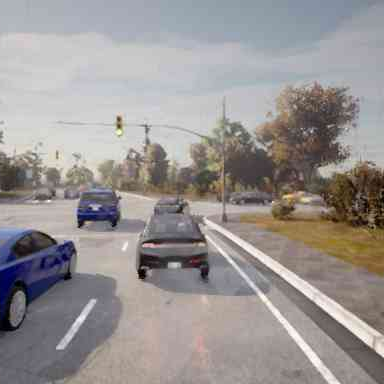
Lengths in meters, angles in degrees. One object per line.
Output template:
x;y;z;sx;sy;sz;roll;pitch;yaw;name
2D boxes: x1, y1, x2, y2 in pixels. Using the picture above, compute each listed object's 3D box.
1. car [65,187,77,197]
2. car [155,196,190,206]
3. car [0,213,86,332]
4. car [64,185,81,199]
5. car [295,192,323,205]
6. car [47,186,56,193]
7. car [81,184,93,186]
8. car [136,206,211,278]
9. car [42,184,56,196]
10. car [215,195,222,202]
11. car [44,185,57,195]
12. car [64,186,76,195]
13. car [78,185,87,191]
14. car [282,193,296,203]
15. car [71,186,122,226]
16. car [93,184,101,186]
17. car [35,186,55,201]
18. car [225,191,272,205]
-20.282;-0.078;55.843;1.837;1.490;4.892;-1;2;-21;car
-1.284;1.024;23.263;2.128;1.511;4.902;0;2;8;car
-3.830;1.449;6.734;1.882;1.535;5.008;0;0;-4;car
-16.980;0.209;47.033;2.128;1.511;4.902;-1;2;-20;car
15.309;0.980;39.864;4.718;1.301;1.895;2;1;-18;car
-30.605;-0.606;72.532;1.837;1.490;4.892;-1;2;-22;car
-24.475;-0.870;76.053;2.097;1.767;4.553;-1;2;-22;car
-0.598;1.407;9.953;2.128;1.511;4.902;0;1;-5;car
-23.184;-0.285;53.623;2.150;2.045;5.566;-1;2;-20;car
5.203;0.667;40.233;4.718;1.301;1.895;1;2;-17;car
-26.840;-0.458;63.039;2.097;1.767;4.553;-1;2;-22;car
-24.020;-0.366;65.427;2.128;1.511;4.902;-1;2;-22;car
-28.158;-1.070;85.379;1.812;1.442;4.674;-1;2;-21;car
14.075;0.738;43.138;5.008;1.535;1.882;2;1;-18;car
-5.534;0.865;20.160;2.150;2.045;5.566;0;2;-10;car
-21.244;-0.678;77.408;1.895;1.301;4.718;-1;2;-22;car
-19.837;0.328;44.621;1.812;1.442;4.674;-1;2;-20;car
6.546;0.689;36.969;4.892;1.490;1.837;1;2;-18;car
